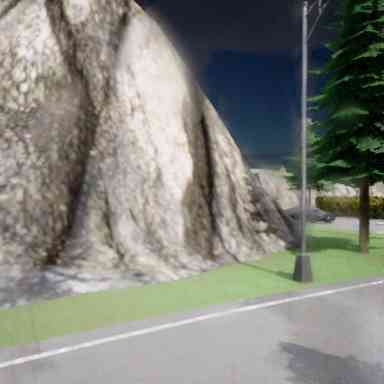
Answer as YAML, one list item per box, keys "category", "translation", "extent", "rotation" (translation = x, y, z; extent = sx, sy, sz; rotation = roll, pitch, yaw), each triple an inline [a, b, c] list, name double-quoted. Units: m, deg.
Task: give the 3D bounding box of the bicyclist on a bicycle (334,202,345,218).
- category: "bicyclist on a bicycle"
  translation: [14.578, 1.766, 32.906]
  extent: [1.656, 1.620, 0.582]
  rotation: [0, 0, -29]

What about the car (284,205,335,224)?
- category: "car"
  translation: [9.607, 1.799, 27.418]
  extent: [1.994, 1.385, 4.181]
  rotation: [1, 0, -29]
